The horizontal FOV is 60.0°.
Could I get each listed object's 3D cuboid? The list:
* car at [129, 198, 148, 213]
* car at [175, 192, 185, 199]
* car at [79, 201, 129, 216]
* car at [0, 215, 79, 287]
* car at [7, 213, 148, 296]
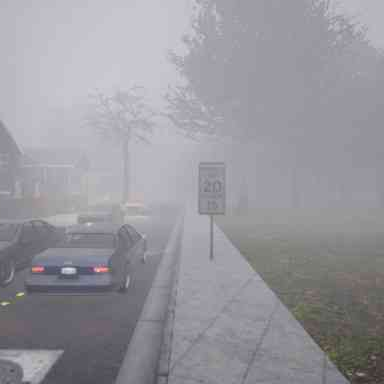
[{"bbox_3d":[-5.499,1.338,33.056,1.882,1.535,5.008,0,0,0],"label":"car"},{"bbox_3d":[-3.472,0.942,92.678,2.150,2.045,5.566,0,0,-1],"label":"car"},{"bbox_3d":[-5.339,1.383,19.955,1.882,1.535,5.008,0,0,-1],"label":"car"},{"bbox_3d":[-5.200,1.490,9.415,2.033,1.411,5.357,0,0,-1],"label":"car"},{"bbox_3d":[-2.340,1.512,8.732,2.033,1.411,5.357,0,0,-1],"label":"car"}]
